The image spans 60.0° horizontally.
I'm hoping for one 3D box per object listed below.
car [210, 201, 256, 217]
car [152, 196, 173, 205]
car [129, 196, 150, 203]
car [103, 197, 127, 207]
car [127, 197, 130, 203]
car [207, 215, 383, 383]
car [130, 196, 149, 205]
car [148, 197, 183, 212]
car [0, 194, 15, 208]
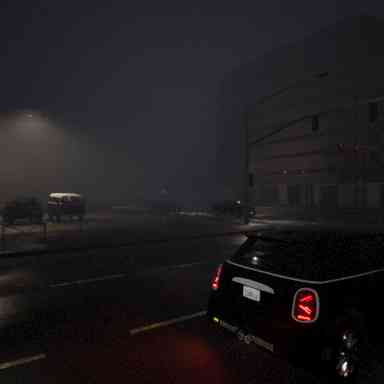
[{"bbox_3d":[3.689,1.547,30.499,2.128,1.511,4.902,0,0,-35],"label":"car"},{"bbox_3d":[-5.532,1.581,61.921,1.812,1.442,4.674,0,0,-35],"label":"car"},{"bbox_3d":[-11.048,1.601,69.648,2.033,1.411,5.357,0,0,-35],"label":"car"},{"bbox_3d":[-12.750,1.656,53.677,1.895,1.301,4.718,0,0,-35],"label":"car"},{"bbox_3d":[-14.084,1.619,67.913,1.994,1.385,4.181,0,0,-35],"label":"car"},{"bbox_3d":[2.516,1.352,5.601,4.553,1.767,2.097,0,0,-35],"label":"car"},{"bbox_3d":[-9.025,1.581,60.795,1.812,1.442,4.674,0,0,-36],"label":"car"},{"bbox_3d":[-3.013,1.656,39.923,1.895,1.301,4.718,0,0,-35],"label":"car"},{"bbox_3d":[-31.836,1.209,56.384,1.932,1.855,4.605,0,0,-35],"label":"car"}]
